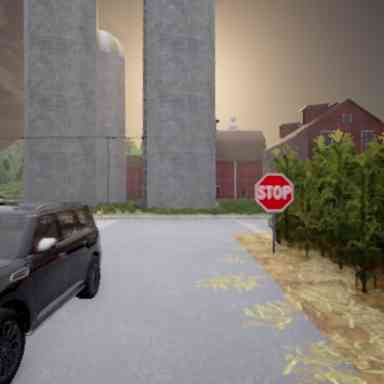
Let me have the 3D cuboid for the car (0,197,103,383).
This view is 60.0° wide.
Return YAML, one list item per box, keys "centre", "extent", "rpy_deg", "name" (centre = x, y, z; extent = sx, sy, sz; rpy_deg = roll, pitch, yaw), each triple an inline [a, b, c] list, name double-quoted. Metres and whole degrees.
- centre: [-3.150, 1.214, 5.556]
  extent: [2.150, 2.045, 5.566]
  rpy_deg: [0, 0, 1]
  name: "car"
